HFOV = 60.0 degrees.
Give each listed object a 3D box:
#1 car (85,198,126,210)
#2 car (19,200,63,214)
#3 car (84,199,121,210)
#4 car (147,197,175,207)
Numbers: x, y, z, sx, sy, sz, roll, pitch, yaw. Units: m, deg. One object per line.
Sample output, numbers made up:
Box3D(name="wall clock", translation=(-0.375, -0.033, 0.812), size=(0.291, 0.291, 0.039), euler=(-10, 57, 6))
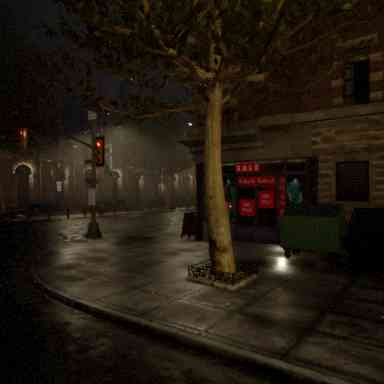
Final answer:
Box3D(name="car", translation=(-10.491, 1.492, 41.972), size=(2.128, 1.511, 4.902), euler=(0, 0, 36))
Box3D(name="car", translation=(-15.696, 1.564, 34.808), size=(1.994, 1.385, 4.181), euler=(0, 0, 36))
Box3D(name="car", translation=(-12.108, 1.595, 45.105), size=(1.895, 1.301, 4.718), euler=(0, 0, 36))
Box3D(name="car", translation=(-4.601, 1.478, 50.062), size=(1.882, 1.535, 5.008), euler=(0, 0, 36))
